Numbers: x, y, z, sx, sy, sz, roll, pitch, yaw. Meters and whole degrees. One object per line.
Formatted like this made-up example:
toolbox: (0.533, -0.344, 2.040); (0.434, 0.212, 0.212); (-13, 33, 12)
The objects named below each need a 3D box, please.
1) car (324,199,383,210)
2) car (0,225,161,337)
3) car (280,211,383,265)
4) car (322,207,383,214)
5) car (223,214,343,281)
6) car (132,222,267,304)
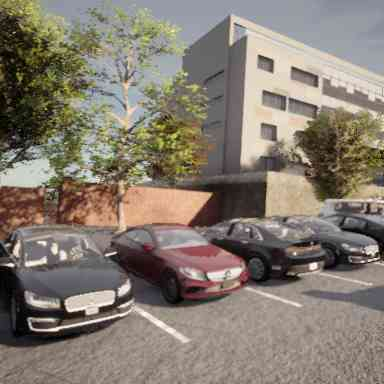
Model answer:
car: (8.508, 1.355, 14.990); (2.435, 2.045, 5.566); (1, 0, -35)
car: (-2.889, 1.494, 6.915); (2.231, 1.521, 4.892); (1, 0, -35)
car: (3.935, 1.562, 11.776); (2.231, 1.521, 4.892); (1, 0, -35)
car: (6.217, 1.583, 13.386); (2.097, 1.535, 5.008); (1, 0, -35)
car: (1.565, 1.538, 10.072); (2.231, 1.521, 4.892); (1, 0, -35)
car: (-0.614, 1.556, 8.530); (2.002, 1.452, 4.674); (1, 0, -35)
